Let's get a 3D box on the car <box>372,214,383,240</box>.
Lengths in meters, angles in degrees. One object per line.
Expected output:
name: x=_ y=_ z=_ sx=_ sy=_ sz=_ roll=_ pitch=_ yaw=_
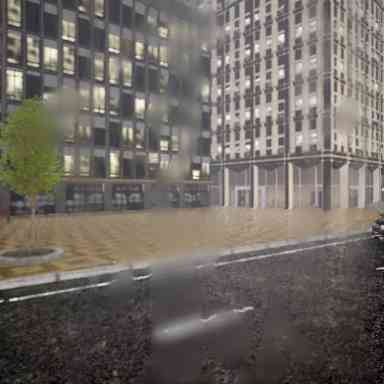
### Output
car: x=10.165 y=1.428 z=15.433 sx=4.902 sy=1.511 sz=2.128 roll=0 pitch=0 yaw=-38
